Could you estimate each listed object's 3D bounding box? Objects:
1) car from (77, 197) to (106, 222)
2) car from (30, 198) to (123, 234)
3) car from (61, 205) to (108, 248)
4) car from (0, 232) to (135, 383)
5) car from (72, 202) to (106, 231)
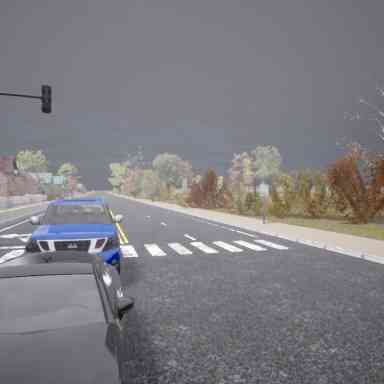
[{"bbox_3d":[-8.219,1.337,27.482,2.097,1.767,4.553,0,0,-16],"label":"car"},{"bbox_3d":[-3.364,1.218,9.951,2.150,2.045,5.566,0,0,-15],"label":"car"},{"bbox_3d":[-5.045,1.498,16.016,1.837,1.490,4.892,0,0,-15],"label":"car"},{"bbox_3d":[-1.700,1.524,3.868,1.812,1.442,4.674,0,0,-13],"label":"car"},{"bbox_3d":[-6.636,1.468,21.755,1.882,1.535,5.008,0,0,-16],"label":"car"}]
